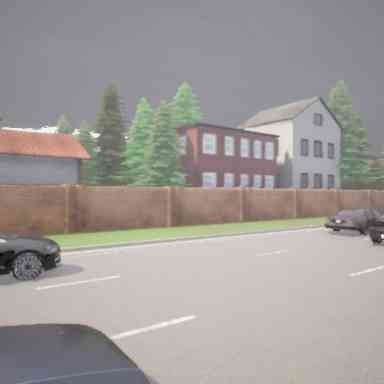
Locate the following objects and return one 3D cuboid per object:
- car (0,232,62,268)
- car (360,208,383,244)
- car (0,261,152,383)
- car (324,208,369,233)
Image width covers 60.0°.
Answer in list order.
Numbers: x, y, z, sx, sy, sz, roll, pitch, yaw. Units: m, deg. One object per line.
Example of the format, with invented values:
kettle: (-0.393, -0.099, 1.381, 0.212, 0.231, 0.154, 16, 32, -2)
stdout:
car: (-5.825, 1.491, 8.189, 4.902, 1.511, 2.128, 0, 0, -36)
car: (9.953, 1.589, 15.149, 4.892, 1.490, 1.837, 0, 0, -36)
car: (-2.795, 1.540, 1.753, 5.357, 1.411, 2.033, 0, 0, -36)
car: (9.959, 1.642, 19.454, 5.357, 1.411, 2.033, 0, 0, -36)
